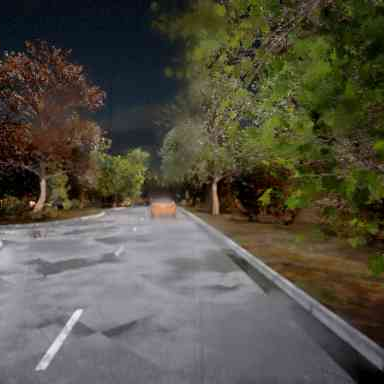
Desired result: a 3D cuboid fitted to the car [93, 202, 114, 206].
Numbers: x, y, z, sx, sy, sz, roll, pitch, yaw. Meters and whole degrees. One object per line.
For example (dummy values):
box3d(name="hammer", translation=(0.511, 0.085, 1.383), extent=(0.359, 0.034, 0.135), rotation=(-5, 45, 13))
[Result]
box3d(name="car", translation=(-22.000, 2.767, 80.646), extent=(4.674, 1.442, 1.812), rotation=(-1, -2, -1))

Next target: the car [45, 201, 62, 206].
box3d(name="car", translation=(-33.526, 3.007, 82.684), extent=(5.357, 1.411, 2.033), rotation=(-1, -2, 3))

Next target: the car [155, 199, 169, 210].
box3d(name="car", translation=(-4.381, 1.798, 48.970), extent=(1.994, 1.385, 4.181), rotation=(-1, -1, -5))

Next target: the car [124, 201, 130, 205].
box3d(name="car", translation=(-18.116, 2.769, 83.649), extent=(5.008, 1.535, 1.882), rotation=(-1, -2, 12))

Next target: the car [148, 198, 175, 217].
box3d(name="car", translation=(-2.653, 1.316, 30.544), extent=(2.097, 1.767, 4.553), rotation=(-1, -1, -5))

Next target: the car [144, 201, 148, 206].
box3d(name="car", translation=(-9.390, 2.487, 78.107), extent=(1.837, 1.490, 4.892), rotation=(1, -3, -38))
